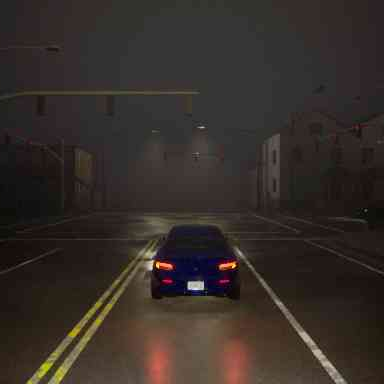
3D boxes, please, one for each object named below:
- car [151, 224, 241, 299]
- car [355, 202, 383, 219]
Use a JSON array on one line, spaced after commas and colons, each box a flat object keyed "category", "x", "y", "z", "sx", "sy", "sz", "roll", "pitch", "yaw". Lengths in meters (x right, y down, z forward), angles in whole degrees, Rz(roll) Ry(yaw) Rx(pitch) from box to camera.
[{"category": "car", "x": 0.086, "y": 1.526, "z": 8.304, "sx": 1.812, "sy": 1.442, "sz": 4.674, "roll": 0, "pitch": 0, "yaw": 0}, {"category": "car", "x": 16.305, "y": 1.526, "z": 28.033, "sx": 4.674, "sy": 1.442, "sz": 1.812, "roll": 0, "pitch": 0, "yaw": -1}]
